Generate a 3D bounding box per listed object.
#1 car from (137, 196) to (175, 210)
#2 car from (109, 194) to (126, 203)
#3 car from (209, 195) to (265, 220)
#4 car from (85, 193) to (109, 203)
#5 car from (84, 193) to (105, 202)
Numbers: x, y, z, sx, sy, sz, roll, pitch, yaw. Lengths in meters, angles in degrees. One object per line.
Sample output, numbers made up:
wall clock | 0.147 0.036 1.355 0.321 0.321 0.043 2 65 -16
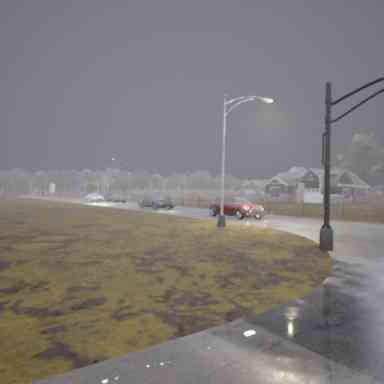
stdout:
car | -3.926 1.134 35.341 2.033 1.411 5.357 2 0 -35
car | -12.182 1.073 53.148 1.994 1.385 4.181 2 -1 -35
car | 3.333 1.084 25.150 2.097 1.767 4.553 2 0 -35
car | -14.818 0.947 50.746 1.812 1.442 4.674 2 -1 -35
car | -17.982 0.993 61.298 2.033 1.411 5.357 2 -1 -35
